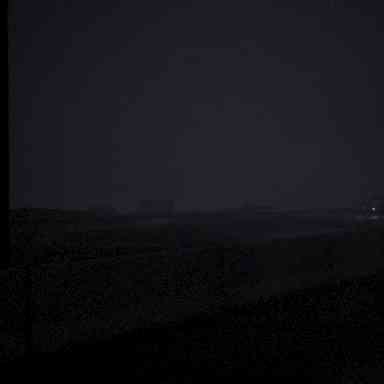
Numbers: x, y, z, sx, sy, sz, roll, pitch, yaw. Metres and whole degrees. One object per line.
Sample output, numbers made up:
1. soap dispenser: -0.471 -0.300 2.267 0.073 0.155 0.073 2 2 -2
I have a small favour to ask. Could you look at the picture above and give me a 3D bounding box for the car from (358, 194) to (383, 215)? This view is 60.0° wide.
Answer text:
1. car: 19.708 1.246 34.204 5.566 2.045 2.150 0 0 -22
